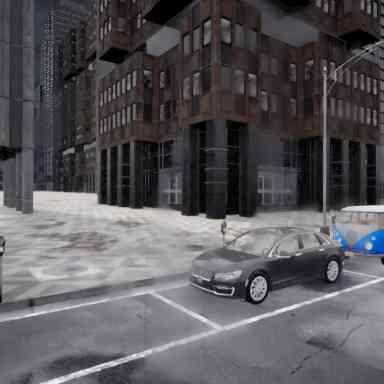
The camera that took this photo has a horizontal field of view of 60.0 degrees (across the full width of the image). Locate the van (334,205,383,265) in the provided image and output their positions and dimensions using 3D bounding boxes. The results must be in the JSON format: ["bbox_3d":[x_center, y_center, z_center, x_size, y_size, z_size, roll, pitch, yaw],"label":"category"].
[{"bbox_3d":[6.445,1.342,11.218,3.998,1.788,1.690,0,0,-35],"label":"van"}]

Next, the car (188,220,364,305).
[{"bbox_3d":[1.939,1.551,8.020,4.403,1.369,2.008,0,0,-35],"label":"car"}]
